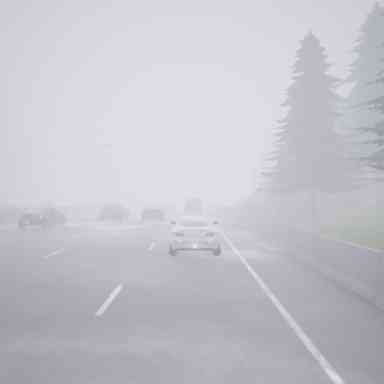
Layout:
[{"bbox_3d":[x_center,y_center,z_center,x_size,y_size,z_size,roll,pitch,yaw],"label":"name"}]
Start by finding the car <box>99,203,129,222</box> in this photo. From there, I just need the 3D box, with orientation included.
[{"bbox_3d":[-6.892,1.820,29.860,2.128,1.511,4.902,0,-1,0],"label":"car"}]

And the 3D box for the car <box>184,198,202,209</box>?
[{"bbox_3d":[0.111,1.824,43.823,2.150,2.045,5.566,0,-1,0],"label":"car"}]

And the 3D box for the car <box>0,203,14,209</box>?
[{"bbox_3d":[-24.556,2.170,43.921,1.994,1.385,4.181,0,-1,0],"label":"car"}]

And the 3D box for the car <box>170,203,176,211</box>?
[{"bbox_3d":[-3.389,2.294,49.165,1.994,1.385,4.181,0,-1,0],"label":"car"}]

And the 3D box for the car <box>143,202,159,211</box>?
[{"bbox_3d":[-6.886,2.459,56.144,2.033,1.411,5.357,0,-2,0],"label":"car"}]

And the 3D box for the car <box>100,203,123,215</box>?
[{"bbox_3d":[-10.389,2.155,43.251,1.994,1.385,4.181,0,-1,0],"label":"car"}]

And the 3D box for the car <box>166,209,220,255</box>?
[{"bbox_3d":[0.104,1.632,13.677,1.812,1.442,4.674,0,0,0],"label":"car"}]

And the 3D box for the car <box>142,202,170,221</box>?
[{"bbox_3d":[-3.392,1.816,30.418,1.882,1.535,5.008,0,-1,0],"label":"car"}]

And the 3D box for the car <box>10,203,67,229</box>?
[{"bbox_3d":[-10.394,1.751,23.247,1.812,1.442,4.674,0,-1,0],"label":"car"}]
